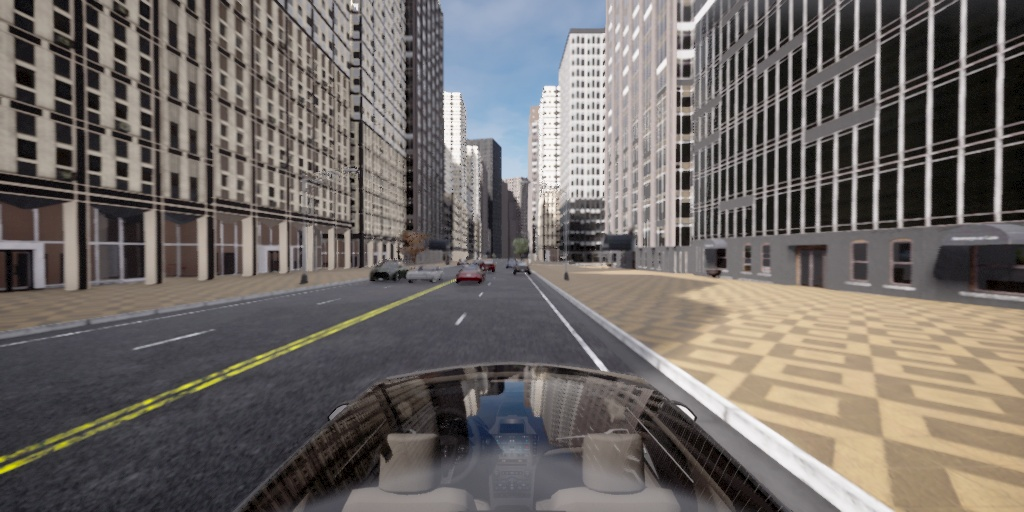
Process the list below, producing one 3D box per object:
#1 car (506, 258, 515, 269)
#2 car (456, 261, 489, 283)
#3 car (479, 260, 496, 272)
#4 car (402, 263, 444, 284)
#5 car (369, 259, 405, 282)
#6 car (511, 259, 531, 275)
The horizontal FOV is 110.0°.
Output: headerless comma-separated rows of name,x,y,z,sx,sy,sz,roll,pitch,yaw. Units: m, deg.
car,-0.017,1.414,59.825,1.994,1.385,4.181,0,0,0
car,-3.158,1.359,28.161,1.994,1.385,4.181,0,0,0
car,-3.164,1.306,47.269,1.882,1.535,5.008,0,0,0
car,-6.602,1.395,27.662,1.895,1.301,4.718,0,0,0
car,-9.848,1.148,29.149,2.097,1.767,4.553,0,0,0
car,1.126,1.343,40.451,1.812,1.442,4.674,0,0,0
